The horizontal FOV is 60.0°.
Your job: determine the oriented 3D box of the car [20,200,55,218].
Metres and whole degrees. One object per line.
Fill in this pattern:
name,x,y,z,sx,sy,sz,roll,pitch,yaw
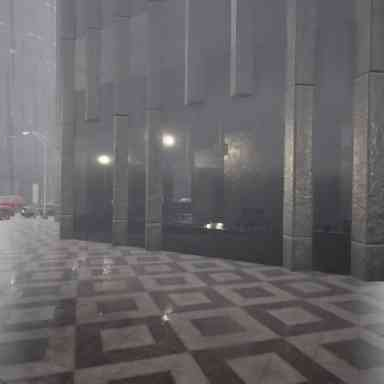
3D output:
car,-13.821,1.742,31.318,1.947,1.339,4.313,1,0,35

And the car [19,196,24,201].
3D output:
car,-20.757,1.353,36.267,2.192,1.841,5.009,1,0,35

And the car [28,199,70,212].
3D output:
car,-17.488,1.634,40.865,1.947,1.339,4.313,1,0,35

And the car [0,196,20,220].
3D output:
car,-17.090,1.463,26.719,2.192,1.841,5.009,1,0,35
